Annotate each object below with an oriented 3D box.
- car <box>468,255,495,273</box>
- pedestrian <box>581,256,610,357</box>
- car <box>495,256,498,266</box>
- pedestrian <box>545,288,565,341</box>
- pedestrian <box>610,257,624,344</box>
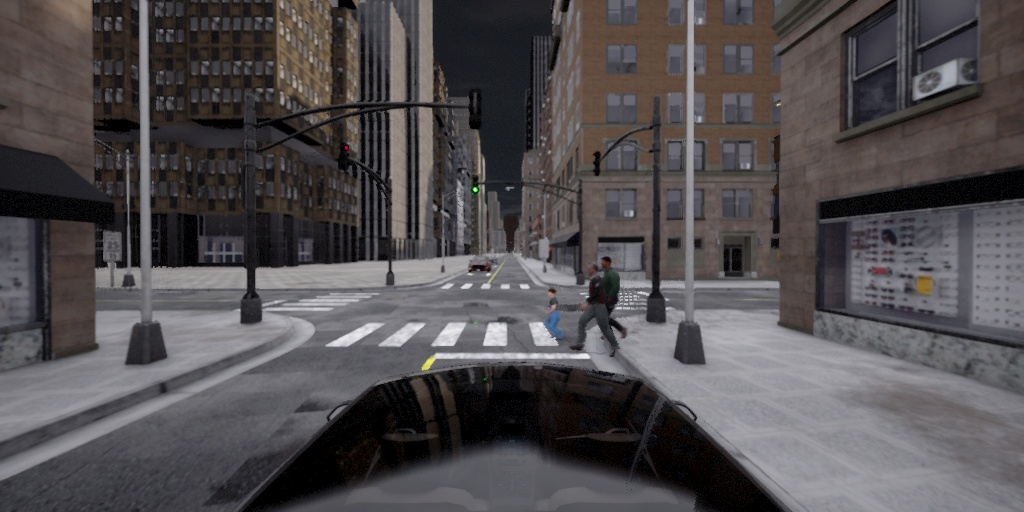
[{"bbox_3d":[-3.145,0.725,35.873,2.097,1.767,4.553,0,1,0],"label":"car"},{"bbox_3d":[1.598,0.987,6.874,0.375,1.860,0.375,0,1,0],"label":"pedestrian"},{"bbox_3d":[-3.137,0.705,55.268,2.033,1.411,5.357,0,1,0],"label":"car"},{"bbox_3d":[1.008,1.253,8.129,0.375,1.300,0.375,0,1,0],"label":"pedestrian"},{"bbox_3d":[2.057,0.822,7.526,0.375,1.860,0.375,0,1,0],"label":"pedestrian"}]
